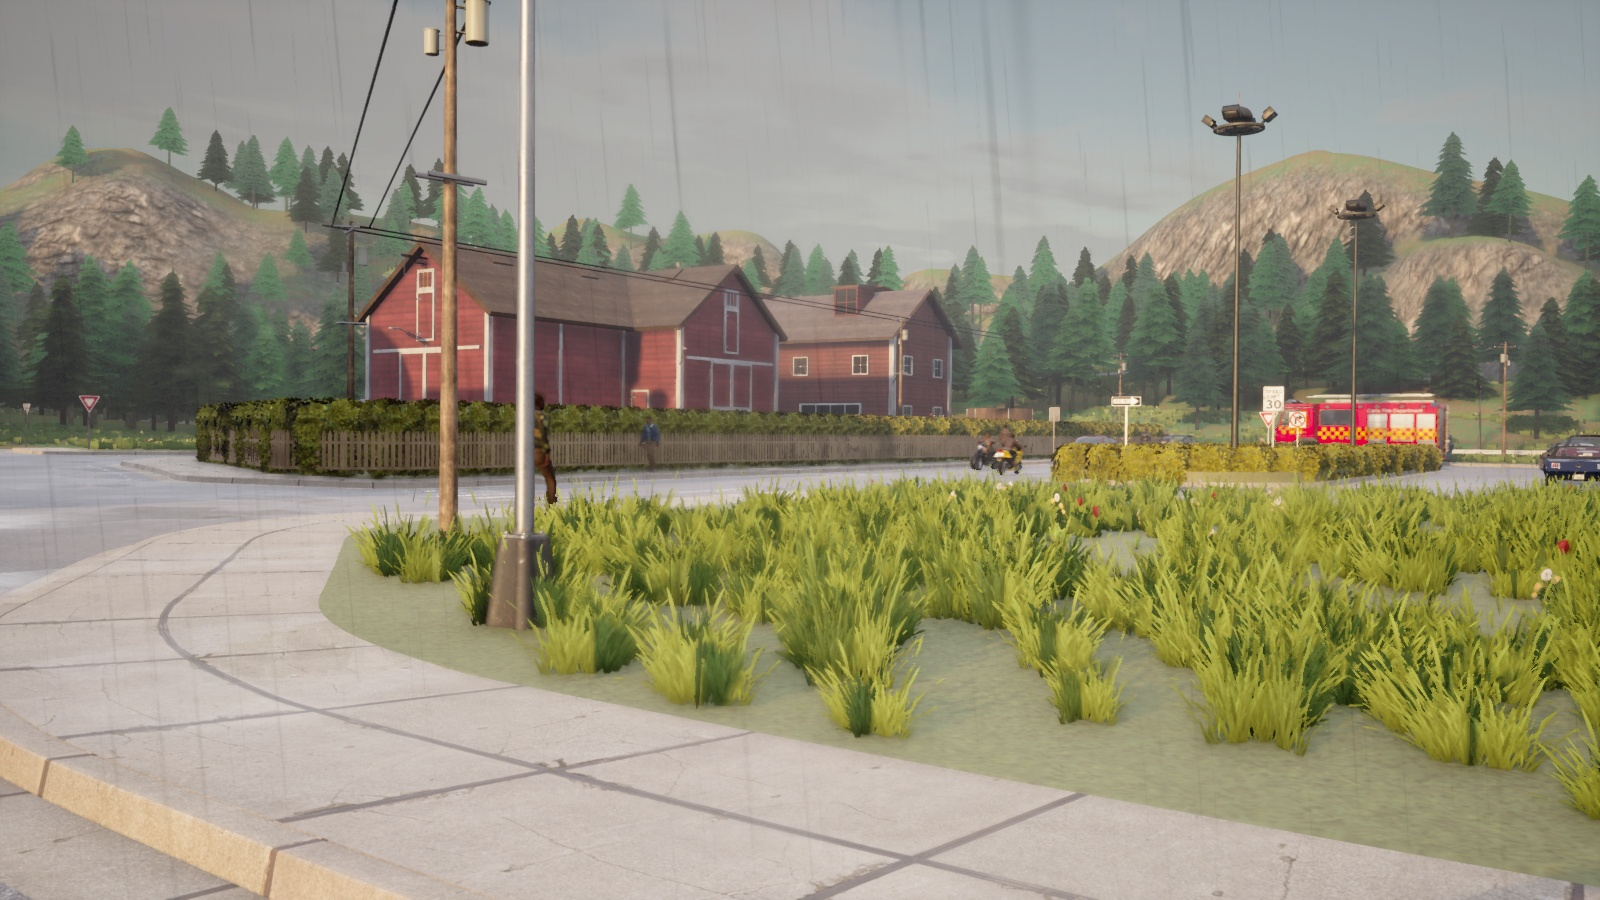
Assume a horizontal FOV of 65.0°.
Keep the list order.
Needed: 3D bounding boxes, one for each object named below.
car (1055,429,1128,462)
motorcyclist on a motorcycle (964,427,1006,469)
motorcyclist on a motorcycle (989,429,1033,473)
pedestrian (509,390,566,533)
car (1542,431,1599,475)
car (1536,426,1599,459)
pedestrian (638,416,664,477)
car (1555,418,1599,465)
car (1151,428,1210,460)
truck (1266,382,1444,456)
[{"bbox_3d":[14.401,-0.265,61.832,1.882,1.535,5.008,0,1,34],"label":"car"},{"bbox_3d":[7.625,-0.093,51.690,0.766,1.649,2.350,0,1,34],"label":"motorcyclist on a motorcycle"},{"bbox_3d":[7.642,0.024,45.414,0.797,1.523,2.044,0,1,34],"label":"motorcyclist on a motorcycle"},{"bbox_3d":[-3.613,0.146,17.316,0.395,1.930,0.692,0,1,27],"label":"pedestrian"},{"bbox_3d":[24.754,0.064,39.798,1.895,1.301,4.718,0,1,33],"label":"car"},{"bbox_3d":[35.512,-0.353,57.772,1.812,1.442,4.674,0,1,17],"label":"car"},{"bbox_3d":[-4.746,-0.116,39.982,0.423,1.949,0.788,0,1,29],"label":"pedestrian"},{"bbox_3d":[30.695,-0.355,48.819,2.097,1.767,4.553,0,1,33],"label":"car"},{"bbox_3d":[18.921,-0.312,62.296,1.789,1.549,3.705,0,1,34],"label":"car"},{"bbox_3d":[30.232,-1.644,68.638,8.468,3.827,2.891,0,1,37],"label":"truck"}]
